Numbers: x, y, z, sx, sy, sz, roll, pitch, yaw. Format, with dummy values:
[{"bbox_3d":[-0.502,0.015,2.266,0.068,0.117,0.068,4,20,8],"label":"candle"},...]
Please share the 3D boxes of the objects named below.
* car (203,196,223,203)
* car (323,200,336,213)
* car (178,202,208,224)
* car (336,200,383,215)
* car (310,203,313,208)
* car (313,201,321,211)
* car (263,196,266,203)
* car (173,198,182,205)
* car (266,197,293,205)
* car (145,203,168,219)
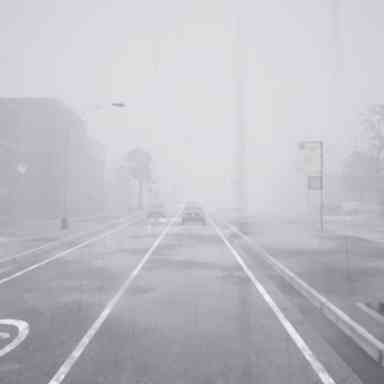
[{"bbox_3d":[6.089,2.357,94.734,5.366,1.575,1.946,0,-1,0],"label":"car"},{"bbox_3d":[18.708,1.758,39.341,5.008,1.535,2.097,0,0,0],"label":"car"},{"bbox_3d":[0.101,1.744,26.361,2.033,1.411,5.357,0,0,0],"label":"car"},{"bbox_3d":[18.698,1.772,36.192,4.674,1.452,2.002,0,0,0],"label":"car"},{"bbox_3d":[18.704,1.851,45.889,4.674,1.452,2.002,0,0,0],"label":"car"},{"bbox_3d":[18.699,1.785,42.614,4.892,1.521,2.231,0,0,0],"label":"car"},{"bbox_3d":[18.684,2.076,73.394,4.674,1.452,2.002,0,0,0],"label":"car"},{"bbox_3d":[-3.253,2.068,74.430,1.882,1.535,5.008,0,0,0],"label":"car"},{"bbox_3d":[18.755,1.883,70.226,4.553,1.767,2.185,0,-1,0],"label":"car"},{"bbox_3d":[-3.350,1.799,32.832,2.033,1.411,5.357,0,0,0],"label":"car"}]
